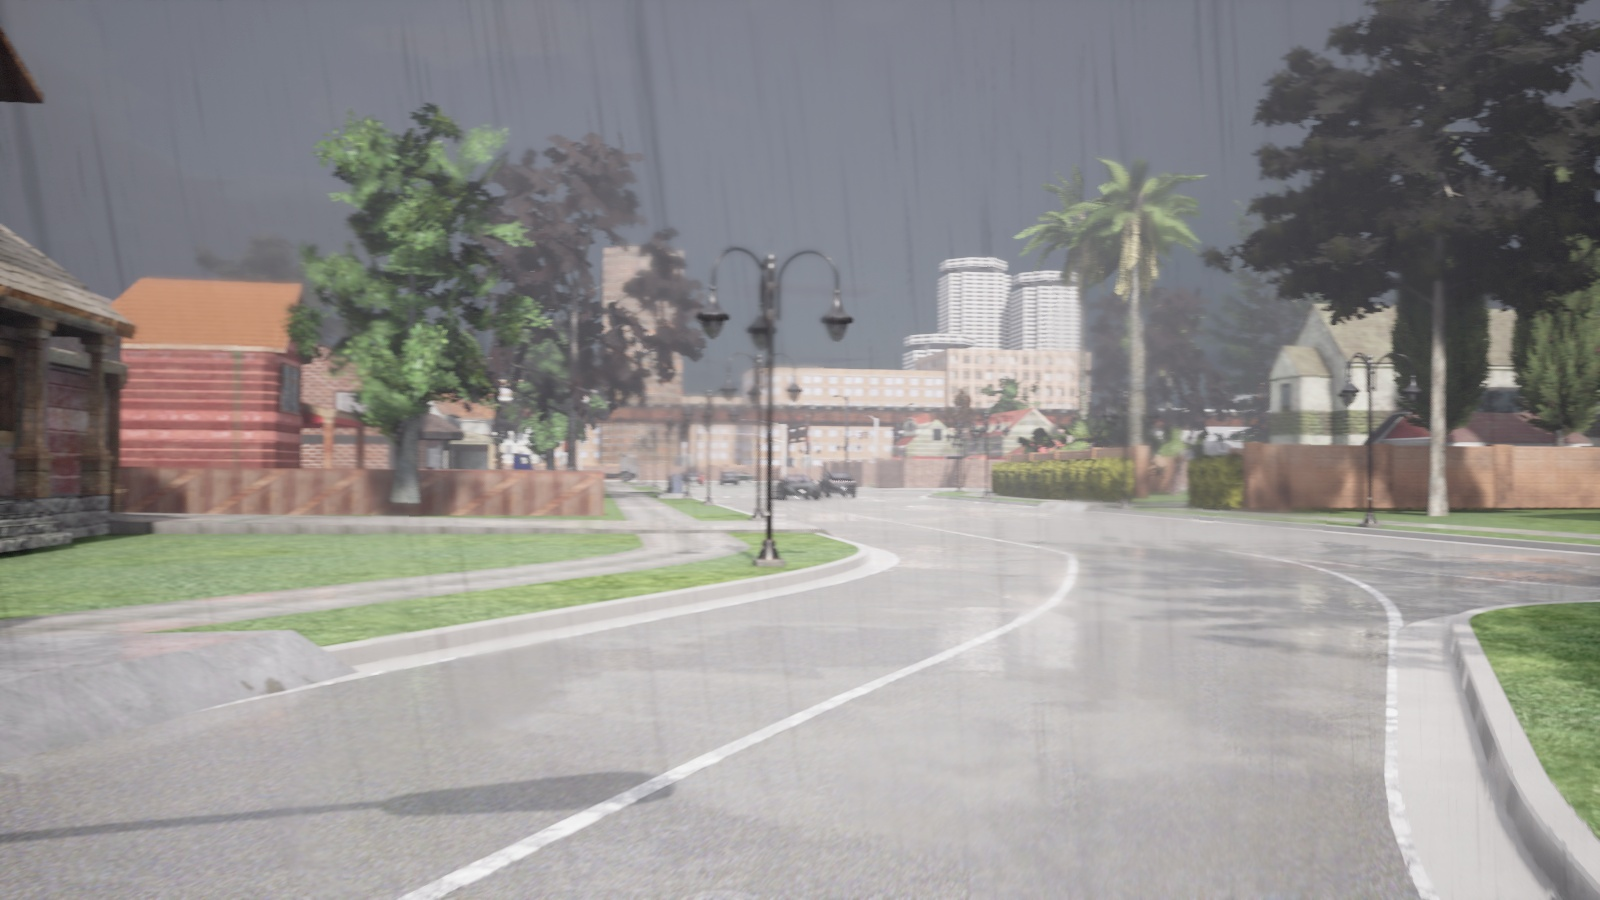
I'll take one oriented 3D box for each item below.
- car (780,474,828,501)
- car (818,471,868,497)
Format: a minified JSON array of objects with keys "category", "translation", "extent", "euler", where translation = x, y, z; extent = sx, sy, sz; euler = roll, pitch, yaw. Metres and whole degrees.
[{"category":"car","translation":[0.177,2.023,67.984],"extent":[1.994,1.385,4.181],"euler":[0,-1,-9]},{"category":"car","translation":[2.527,2.039,75.495],"extent":[2.128,1.511,4.902],"euler":[0,-1,-9]}]
